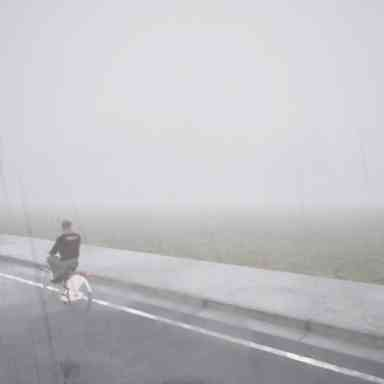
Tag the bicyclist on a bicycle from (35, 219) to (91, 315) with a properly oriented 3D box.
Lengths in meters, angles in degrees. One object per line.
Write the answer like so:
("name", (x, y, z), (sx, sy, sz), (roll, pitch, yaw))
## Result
("bicyclist on a bicycle", (-2.574, 1.415, 6.496), (1.843, 1.776, 0.659), (0, 0, 36))
